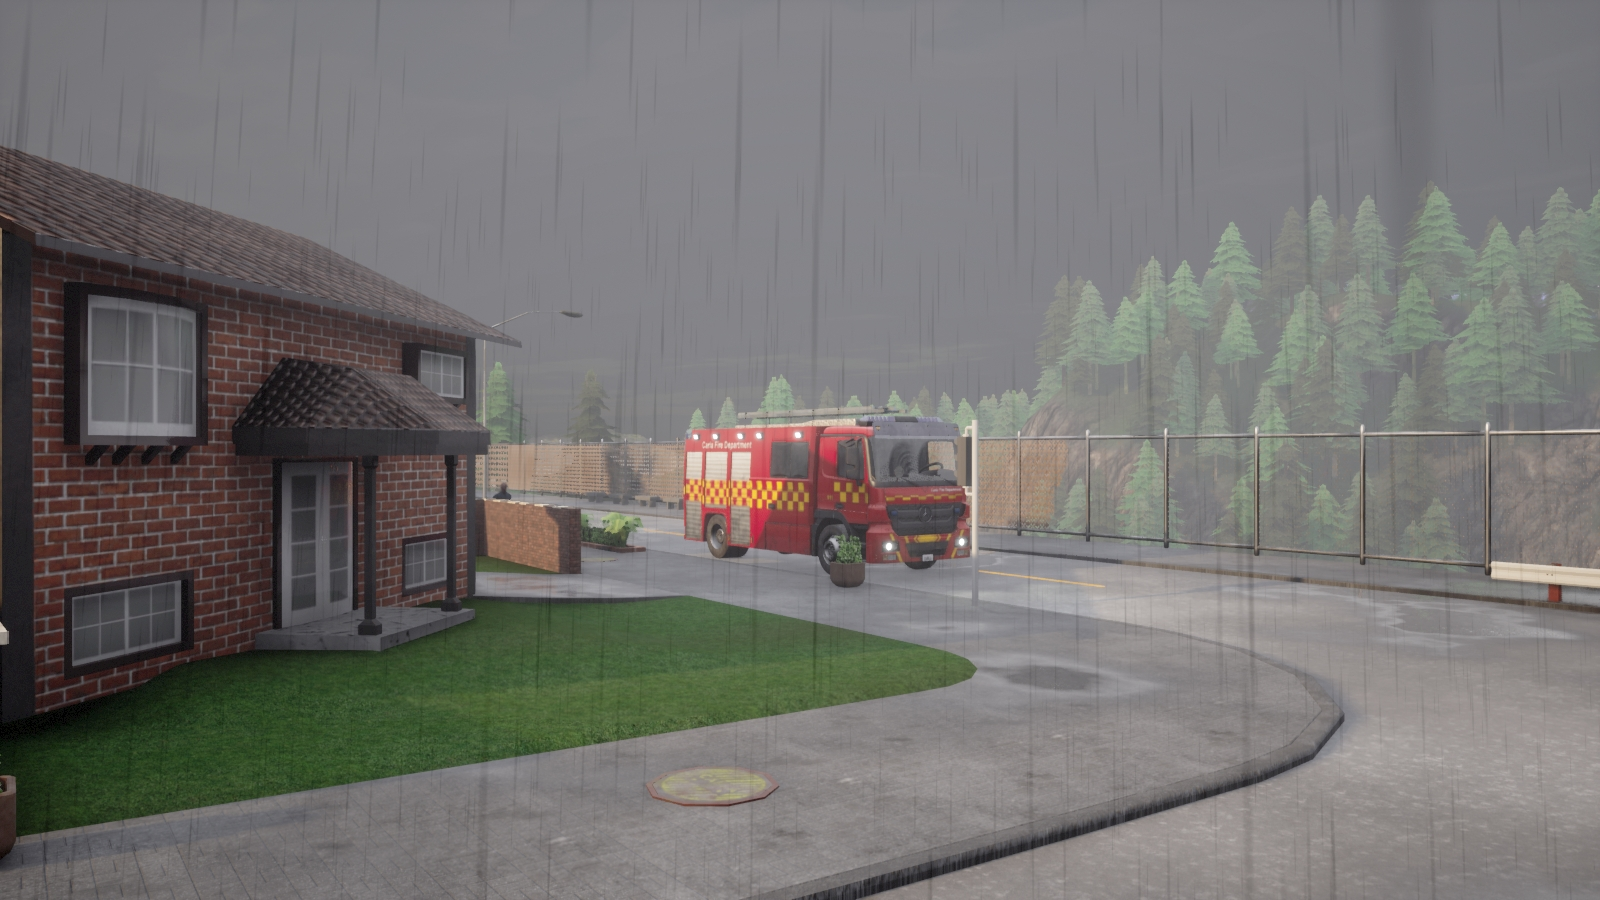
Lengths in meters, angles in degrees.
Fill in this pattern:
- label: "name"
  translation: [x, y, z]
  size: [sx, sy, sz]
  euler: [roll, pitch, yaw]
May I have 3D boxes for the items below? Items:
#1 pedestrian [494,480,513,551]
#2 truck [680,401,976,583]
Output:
- label: "pedestrian"
  translation: [-7.949, 1.745, 30.618]
  size: [0.375, 1.860, 0.375]
  euler: [0, 0, -35]
- label: "truck"
  translation: [0.353, 0.890, 28.322]
  size: [2.891, 3.827, 8.468]
  euler: [0, 0, -35]
